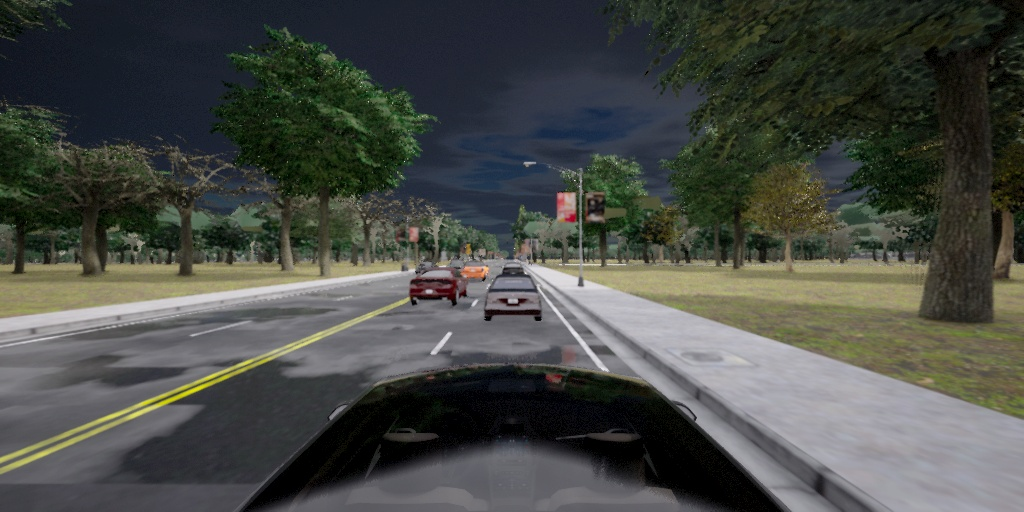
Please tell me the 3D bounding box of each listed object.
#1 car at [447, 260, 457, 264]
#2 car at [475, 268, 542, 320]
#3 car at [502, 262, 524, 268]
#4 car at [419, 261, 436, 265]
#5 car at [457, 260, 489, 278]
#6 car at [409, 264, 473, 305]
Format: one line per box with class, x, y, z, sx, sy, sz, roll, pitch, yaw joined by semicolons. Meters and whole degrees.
car;-6.554;1.233;42.406;2.097;1.767;4.553;0;0;0
car;0.051;1.329;12.698;2.033;1.411;5.357;0;0;1
car;0.109;1.327;32.956;1.882;1.535;5.008;0;0;0
car;-9.807;1.380;41.341;1.837;1.490;4.892;0;0;0
car;-3.153;1.194;31.110;2.097;1.767;4.553;0;0;0
car;-3.168;1.271;16.327;1.882;1.535;5.008;0;-1;1
